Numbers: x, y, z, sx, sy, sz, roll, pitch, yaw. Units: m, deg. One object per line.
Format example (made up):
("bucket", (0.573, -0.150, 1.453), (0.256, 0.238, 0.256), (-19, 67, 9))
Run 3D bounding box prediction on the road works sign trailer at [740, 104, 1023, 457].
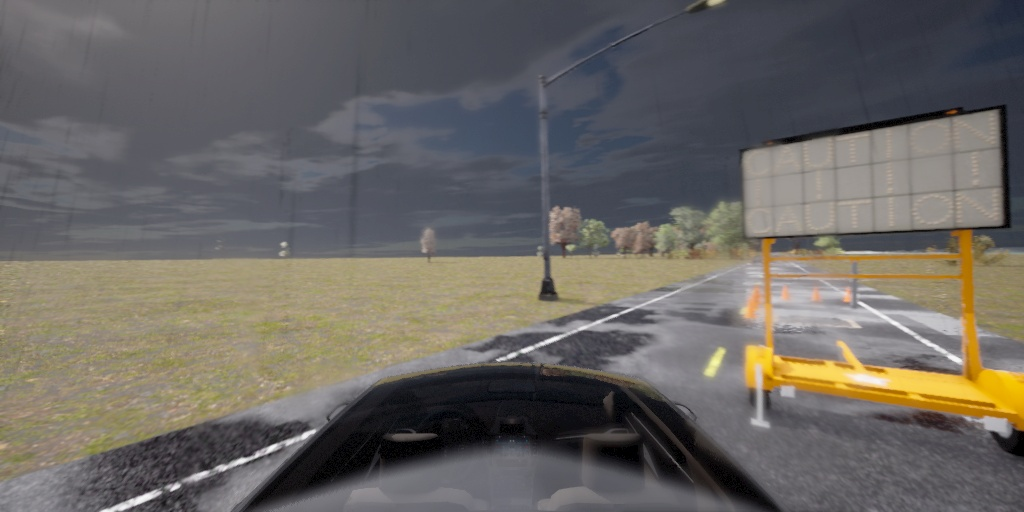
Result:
("road works sign trailer", (4.492, 0.136, 4.663), (2.380, 3.560, 2.880), (0, 0, 36))
